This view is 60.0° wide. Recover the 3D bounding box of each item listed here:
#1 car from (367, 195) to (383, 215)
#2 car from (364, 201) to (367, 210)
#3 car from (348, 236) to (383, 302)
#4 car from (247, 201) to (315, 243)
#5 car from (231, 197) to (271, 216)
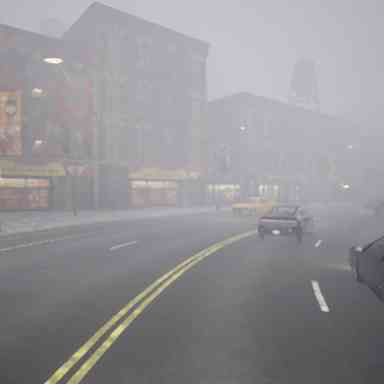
[{"bbox_3d":[18.092,1.300,29.835,4.902,1.511,2.128,0,1,-39],"label":"car"},{"bbox_3d":[20.947,1.108,36.836,4.553,1.767,2.097,0,1,-38],"label":"car"},{"bbox_3d":[4.450,1.510,6.302,2.033,1.411,5.357,0,1,14],"label":"car"},{"bbox_3d":[4.463,1.363,15.387,2.128,1.511,4.902,0,1,27],"label":"car"},{"bbox_3d":[5.340,1.226,28.363,5.008,1.535,1.882,0,1,-45],"label":"car"}]
